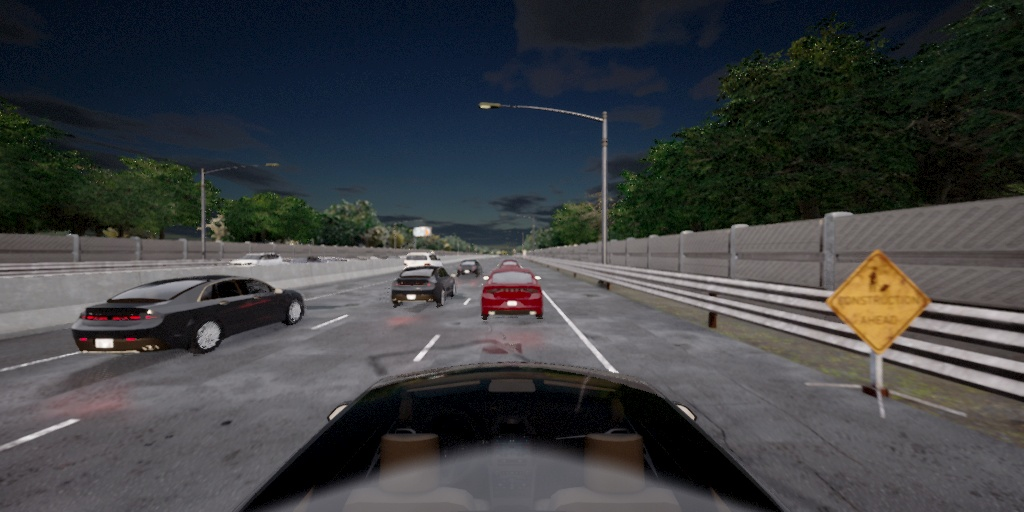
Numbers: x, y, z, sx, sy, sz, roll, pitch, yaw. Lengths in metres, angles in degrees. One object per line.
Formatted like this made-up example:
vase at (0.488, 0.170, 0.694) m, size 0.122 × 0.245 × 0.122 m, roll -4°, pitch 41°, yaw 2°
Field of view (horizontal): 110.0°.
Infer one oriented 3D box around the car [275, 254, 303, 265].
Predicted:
car at (-21.409, 0.841, 36.642) m, size 2.097 × 1.767 × 4.553 m, roll 0°, pitch 1°, yaw 0°

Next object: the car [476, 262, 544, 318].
car at (-0.007, 1.148, 12.550) m, size 1.882 × 1.535 × 5.008 m, roll 0°, pitch 1°, yaw 0°

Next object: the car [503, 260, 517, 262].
car at (-0.181, 1.053, 31.131) m, size 1.812 × 1.442 × 4.674 m, roll 0°, pitch 0°, yaw -1°

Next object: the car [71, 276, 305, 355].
car at (-6.983, 1.209, 8.554) m, size 1.837 × 1.490 × 4.892 m, roll 0°, pitch 1°, yaw 0°

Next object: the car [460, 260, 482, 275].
car at (-3.672, 1.054, 31.187) m, size 1.812 × 1.442 × 4.674 m, roll 0°, pitch 0°, yaw 0°

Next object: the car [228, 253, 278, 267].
car at (-24.900, 0.725, 35.142) m, size 2.150 × 2.045 × 5.566 m, roll 0°, pitch 0°, yaw 0°

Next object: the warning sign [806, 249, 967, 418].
warning sign at (4.530, 0.844, 4.454) m, size 1.300 × 1.860 × 1.060 m, roll 0°, pitch 0°, yaw -1°

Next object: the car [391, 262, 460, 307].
car at (-3.524, 1.159, 14.899) m, size 1.837 × 1.490 × 4.892 m, roll 0°, pitch 0°, yaw 0°

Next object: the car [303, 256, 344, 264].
car at (-17.900, 0.991, 35.309) m, size 2.128 × 1.511 × 4.902 m, roll 0°, pitch 0°, yaw 0°

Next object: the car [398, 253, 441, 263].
car at (-7.153, 0.767, 29.156) m, size 2.150 × 2.045 × 5.566 m, roll 0°, pitch 1°, yaw 0°
